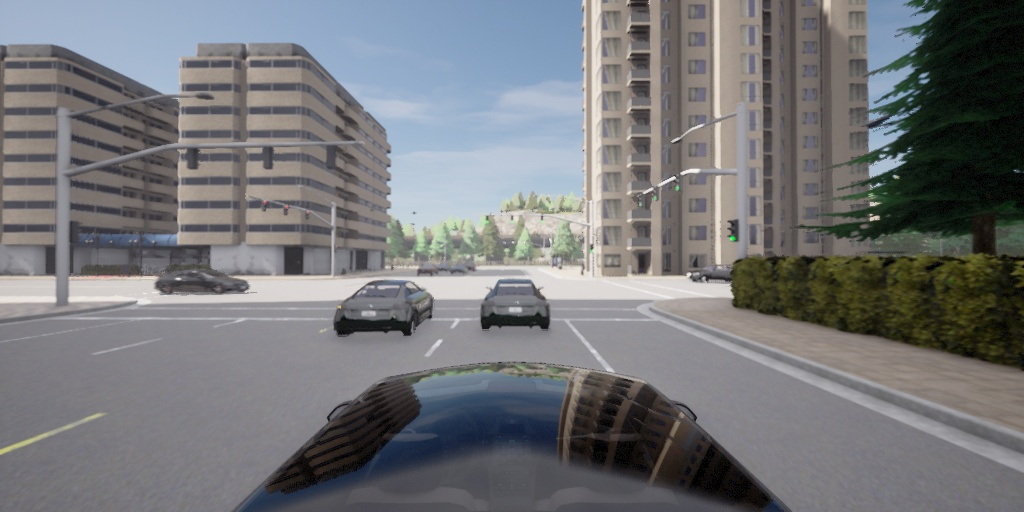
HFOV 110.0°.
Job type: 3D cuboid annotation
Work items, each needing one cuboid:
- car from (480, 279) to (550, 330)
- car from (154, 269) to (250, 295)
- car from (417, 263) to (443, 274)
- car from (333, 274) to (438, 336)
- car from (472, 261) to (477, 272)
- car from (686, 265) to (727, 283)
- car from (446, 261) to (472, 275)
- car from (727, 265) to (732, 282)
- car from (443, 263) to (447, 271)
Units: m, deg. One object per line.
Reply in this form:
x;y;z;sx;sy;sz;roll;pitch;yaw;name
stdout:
0.095;1.404;11.452;1.994;1.385;4.181;0;-1;0;car
-17.675;1.503;20.511;4.674;1.442;1.812;1;-1;1;car
-10.543;1.630;45.301;1.882;1.535;5.008;0;-1;0;car
-3.585;1.397;10.736;1.994;1.385;4.181;0;-1;-3;car
-7.010;1.626;58.346;2.097;1.767;4.553;0;-1;0;car
17.534;1.511;30.696;4.902;1.511;2.128;0;-1;1;car
-7.035;1.729;48.361;2.033;1.411;5.357;0;-1;0;car
19.569;1.478;27.173;4.902;1.511;2.128;0;-1;1;car
-10.521;1.791;55.264;2.033;1.411;5.357;0;0;0;car
